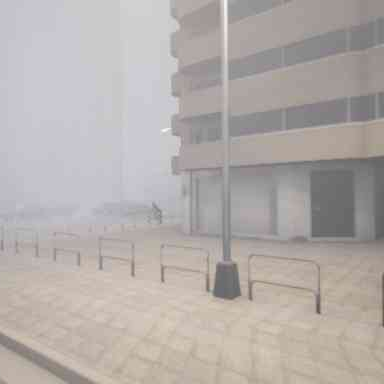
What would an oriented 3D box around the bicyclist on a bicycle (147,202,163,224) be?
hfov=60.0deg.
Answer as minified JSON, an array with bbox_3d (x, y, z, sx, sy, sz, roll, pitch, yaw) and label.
[{"bbox_3d":[-2.783,1.588,24.981,1.656,1.620,0.582,-1,-1,36],"label":"bicyclist on a bicycle"}]

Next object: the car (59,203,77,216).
[{"bbox_3d":[-15.563,1.991,37.952,1.882,1.535,5.008,-1,-1,37],"label":"car"}]

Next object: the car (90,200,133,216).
[{"bbox_3d":[-9.826,1.980,39.842,1.837,1.490,4.892,-1,-1,36],"label":"car"}]

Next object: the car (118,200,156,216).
[{"bbox_3d":[-6.057,1.995,38.766,1.994,1.385,4.181,-1,-1,36],"label":"car"}]

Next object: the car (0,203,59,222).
[{"bbox_3d":[-15.737,1.969,31.793,1.837,1.490,4.892,-1,-1,36],"label":"car"}]
